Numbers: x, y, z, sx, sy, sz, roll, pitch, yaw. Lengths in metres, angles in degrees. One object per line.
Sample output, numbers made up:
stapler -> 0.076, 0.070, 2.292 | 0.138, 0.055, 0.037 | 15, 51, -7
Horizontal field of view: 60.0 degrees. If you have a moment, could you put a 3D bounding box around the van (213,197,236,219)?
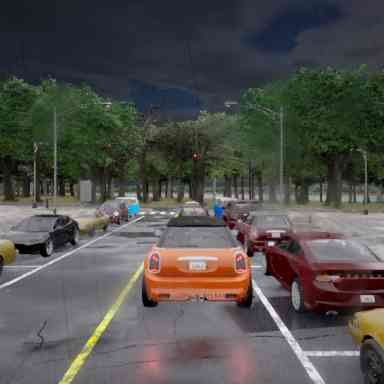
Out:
van -> 2.780, 1.346, 29.215 | 1.690, 1.788, 3.998 | 0, 0, 0

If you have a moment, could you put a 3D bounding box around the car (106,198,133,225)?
car -> -5.749, 1.443, 23.783 | 1.967, 1.590, 4.097 | 0, 0, 0

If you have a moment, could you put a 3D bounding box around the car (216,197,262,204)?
car -> 2.772, 1.317, 18.340 | 2.192, 1.841, 5.009 | 0, 0, 0

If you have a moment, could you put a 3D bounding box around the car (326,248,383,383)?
car -> 2.762, 1.525, 2.196 | 1.752, 1.417, 4.829 | 0, 0, 0

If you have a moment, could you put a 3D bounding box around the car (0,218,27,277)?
car -> -5.760, 1.526, 7.300 | 1.752, 1.417, 4.829 | 0, 0, 0

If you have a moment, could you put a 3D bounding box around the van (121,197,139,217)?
van -> -5.746, 1.346, 29.220 | 1.690, 1.788, 3.998 | 0, 0, 0

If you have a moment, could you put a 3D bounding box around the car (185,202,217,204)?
car -> 0.109, 1.493, 17.350 | 2.128, 1.511, 4.902 | 0, 0, 0

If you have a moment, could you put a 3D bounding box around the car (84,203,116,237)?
car -> -5.753, 1.527, 18.175 | 1.752, 1.417, 4.829 | 0, 0, 0

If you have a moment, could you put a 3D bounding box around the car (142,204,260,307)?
car -> 0.104, 1.352, 8.136 | 2.097, 1.767, 4.553 | 0, 0, 0

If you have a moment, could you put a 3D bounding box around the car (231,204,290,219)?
car -> 2.769, 1.441, 12.902 | 1.967, 1.590, 4.097 | 0, 0, 0

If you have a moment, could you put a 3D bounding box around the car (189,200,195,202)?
car -> 0.015, 1.461, 27.295 | 1.801, 1.575, 5.366 | 0, 0, 1

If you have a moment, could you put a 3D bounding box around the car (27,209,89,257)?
car -> -5.756, 1.567, 12.907 | 1.947, 1.339, 4.313 | 0, 0, 0

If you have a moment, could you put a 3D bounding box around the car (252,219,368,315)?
car -> 2.765, 1.545, 7.464 | 1.887, 1.381, 4.507 | 0, 0, 0
